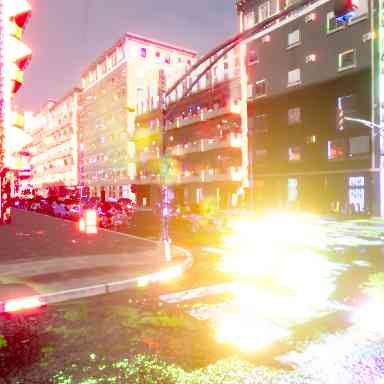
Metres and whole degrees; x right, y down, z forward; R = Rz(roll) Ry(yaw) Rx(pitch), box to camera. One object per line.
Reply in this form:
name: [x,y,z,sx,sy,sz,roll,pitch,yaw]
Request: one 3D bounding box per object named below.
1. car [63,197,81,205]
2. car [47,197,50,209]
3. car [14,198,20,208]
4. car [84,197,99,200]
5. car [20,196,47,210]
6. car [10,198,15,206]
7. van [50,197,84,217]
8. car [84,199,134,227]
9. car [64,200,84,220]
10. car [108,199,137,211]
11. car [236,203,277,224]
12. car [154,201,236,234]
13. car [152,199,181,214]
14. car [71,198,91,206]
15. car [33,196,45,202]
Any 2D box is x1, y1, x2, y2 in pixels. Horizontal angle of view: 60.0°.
car: [-21.799,1.643,60.230,2.008,1.369,4.403,-1,1,-36]
car: [-19.868,1.497,47.787,2.097,1.767,4.553,-1,1,-35]
car: [-25.362,1.769,50.841,1.947,1.339,4.313,-1,1,-36]
car: [-15.330,1.500,51.249,1.967,1.590,4.097,-1,1,-36]
car: [-22.128,1.627,46.351,1.967,1.590,4.097,-1,1,-36]
car: [-31.833,1.781,59.821,1.887,1.381,4.507,-1,1,-36]
van: [-12.422,1.482,32.880,1.690,1.788,3.998,-1,1,-36]
car: [-5.950,1.552,23.902,1.967,1.590,4.097,-1,1,-36]
car: [-9.084,1.651,28.254,1.752,1.417,4.829,-1,1,-36]
car: [-8.857,1.580,42.270,2.008,1.369,4.403,-1,1,-36]
car: [3.986,1.496,24.449,1.752,1.417,4.829,-1,1,-36]
car: [0.038,1.547,20.028,2.128,1.511,4.902,-1,1,-36]
car: [-2.387,1.439,33.290,1.967,1.590,4.097,-1,1,-36]
car: [-18.564,1.642,55.740,1.947,1.339,4.313,-1,1,-36]
car: [-37.978,1.726,82.679,1.887,1.381,4.507,-1,1,-36]
